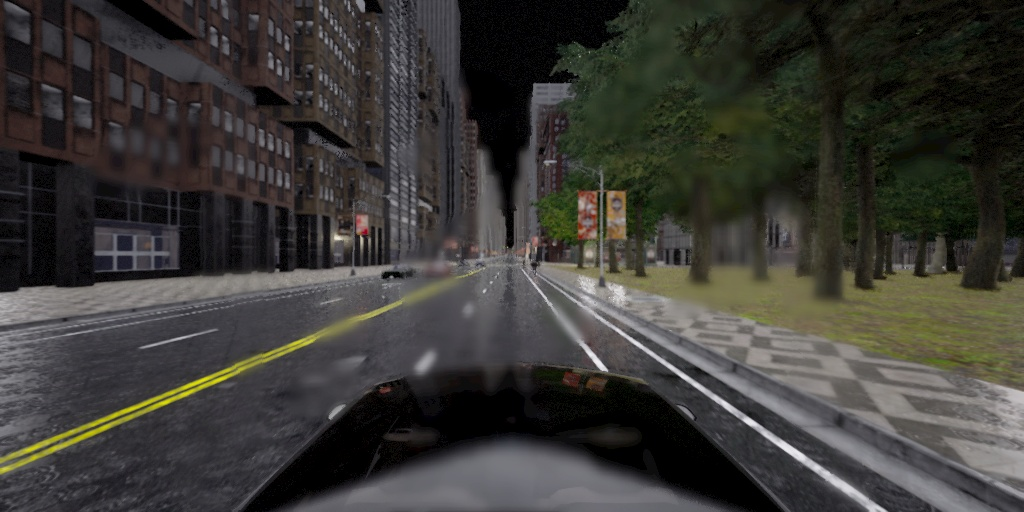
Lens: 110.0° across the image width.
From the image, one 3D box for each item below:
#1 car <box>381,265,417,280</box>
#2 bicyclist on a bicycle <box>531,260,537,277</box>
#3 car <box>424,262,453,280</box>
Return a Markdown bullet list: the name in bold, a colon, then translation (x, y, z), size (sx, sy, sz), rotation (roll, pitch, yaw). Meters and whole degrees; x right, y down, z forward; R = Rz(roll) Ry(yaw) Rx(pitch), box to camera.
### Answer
- **car**: translation (-9.848, 1.423, 31.567), size (1.895, 1.301, 4.718), rotation (0, 0, 0)
- **bicyclist on a bicycle**: translation (2.251, 1.227, 36.227), size (0.659, 1.776, 1.843), rotation (0, 3, 0)
- **car**: translation (-6.597, 1.302, 32.504), size (1.882, 1.535, 5.008), rotation (0, 0, 0)
